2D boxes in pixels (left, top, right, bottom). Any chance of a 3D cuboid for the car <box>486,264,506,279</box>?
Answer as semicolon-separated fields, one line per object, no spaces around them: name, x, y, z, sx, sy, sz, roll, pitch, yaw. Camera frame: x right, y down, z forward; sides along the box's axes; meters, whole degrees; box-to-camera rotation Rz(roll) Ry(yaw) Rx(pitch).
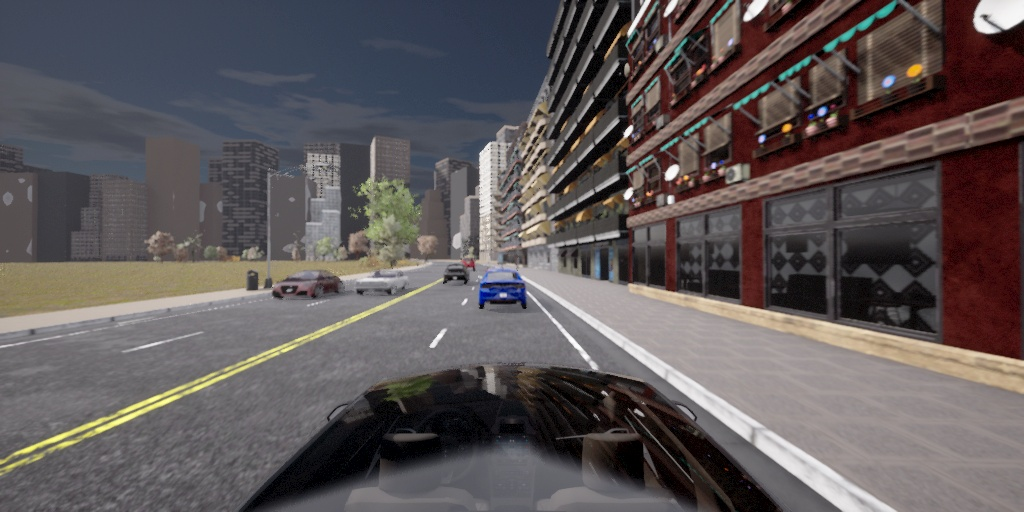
car;-1.704;1.538;36.209;1.895;1.301;4.718;0;0;-4

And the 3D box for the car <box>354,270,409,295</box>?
car;-7.373;1.468;20.698;1.895;1.301;4.718;0;0;-3

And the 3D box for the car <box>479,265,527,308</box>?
car;-0.433;1.303;15.758;1.882;1.535;5.008;0;0;-2

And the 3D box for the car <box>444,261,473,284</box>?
car;-4.453;1.410;29.291;1.837;1.490;4.892;0;-1;-4

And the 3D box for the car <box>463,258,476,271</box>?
car;-6.921;1.278;57.031;2.150;2.045;5.566;0;-1;-6

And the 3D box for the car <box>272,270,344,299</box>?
car;-10.530;1.428;18.784;1.994;1.385;4.181;0;0;-3
